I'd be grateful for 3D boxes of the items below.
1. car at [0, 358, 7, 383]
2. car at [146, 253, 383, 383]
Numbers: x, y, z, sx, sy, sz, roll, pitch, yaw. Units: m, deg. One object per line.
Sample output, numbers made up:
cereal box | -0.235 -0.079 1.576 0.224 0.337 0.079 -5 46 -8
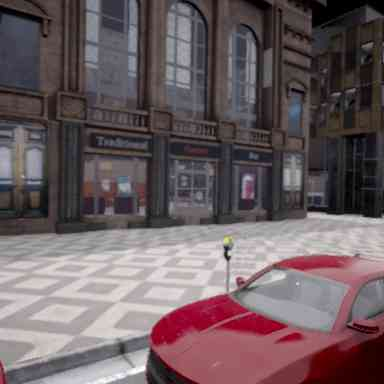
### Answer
car | -3.022 1.471 0.957 4.507 1.381 1.887 1 1 -34
car | 1.621 1.522 4.119 4.507 1.381 1.887 1 1 -34
